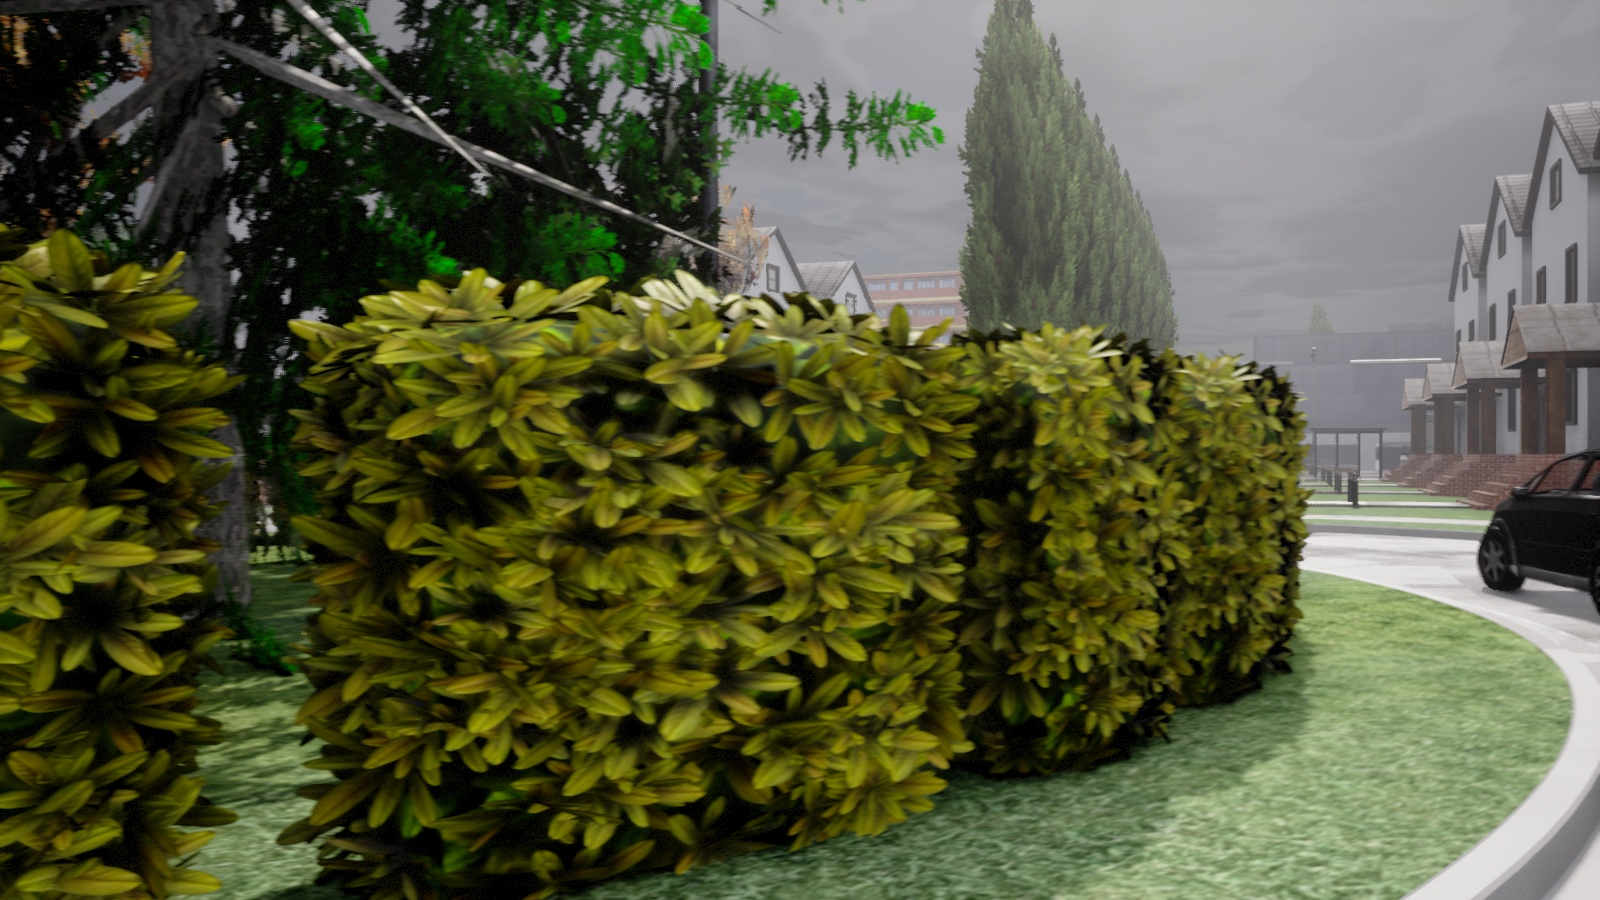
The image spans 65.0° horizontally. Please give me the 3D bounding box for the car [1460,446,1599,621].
[{"bbox_3d":[8.145,0.741,12.328,1.789,1.549,3.705,0,0,8],"label":"car"}]
